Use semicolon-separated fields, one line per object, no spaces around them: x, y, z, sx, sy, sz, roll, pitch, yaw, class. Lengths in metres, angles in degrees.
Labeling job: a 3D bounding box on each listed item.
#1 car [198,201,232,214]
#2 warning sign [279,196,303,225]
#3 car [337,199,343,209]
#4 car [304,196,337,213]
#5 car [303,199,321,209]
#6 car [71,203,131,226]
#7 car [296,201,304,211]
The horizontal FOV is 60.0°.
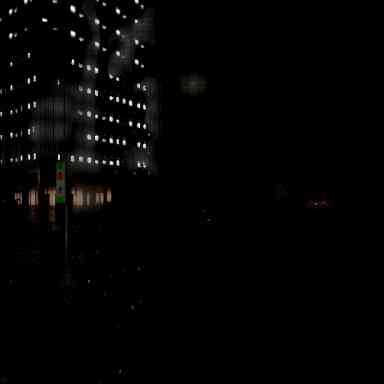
2.907;1.813;39.761;2.033;1.411;5.357;0;-1;34;car
6.826;1.251;22.955;1.300;1.860;1.060;0;0;34;warning sign
21.921;1.817;51.057;1.882;1.535;5.008;0;0;31;car
16.412;1.501;42.237;2.150;2.045;5.566;0;-1;34;car
19.143;1.879;52.743;1.812;1.442;4.674;0;0;31;car
-6.878;1.633;25.420;1.882;1.535;5.008;0;0;34;car
14.128;1.900;44.679;1.895;1.301;4.718;0;-1;33;car
